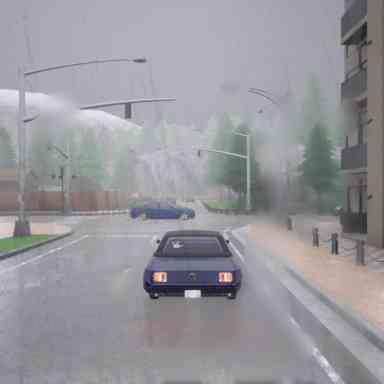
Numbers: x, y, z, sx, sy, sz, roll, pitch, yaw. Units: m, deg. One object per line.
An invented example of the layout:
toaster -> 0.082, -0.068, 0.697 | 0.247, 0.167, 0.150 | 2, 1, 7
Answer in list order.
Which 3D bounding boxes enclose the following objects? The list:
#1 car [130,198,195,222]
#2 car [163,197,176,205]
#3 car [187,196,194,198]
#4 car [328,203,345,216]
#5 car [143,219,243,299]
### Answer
car -> -2.261, 1.473, 25.748 | 5.008, 1.535, 1.882 | 0, 0, -2
car -> -3.816, 1.564, 57.886 | 1.994, 1.385, 4.181 | 0, 0, 1
car -> -0.305, 1.547, 68.230 | 2.033, 1.411, 5.357 | 0, 0, 0
car -> 14.709, 1.367, 29.892 | 4.553, 1.767, 2.097 | 0, 0, -1
car -> 0.026, 1.601, 8.381 | 1.895, 1.301, 4.718 | 0, 0, 0
